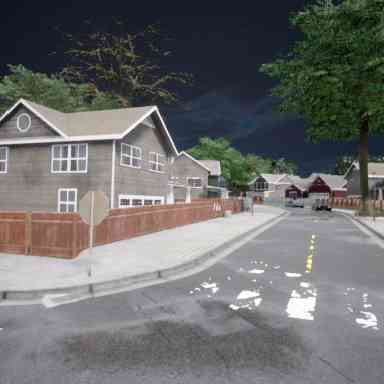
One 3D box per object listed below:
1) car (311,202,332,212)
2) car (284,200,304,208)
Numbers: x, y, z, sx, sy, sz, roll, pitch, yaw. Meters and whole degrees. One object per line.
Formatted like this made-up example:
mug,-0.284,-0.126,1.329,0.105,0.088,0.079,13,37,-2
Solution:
car,16.784,1.937,43.432,1.895,1.301,4.718,1,0,10
car,17.068,1.996,55.704,1.994,1.385,4.181,2,0,-6
